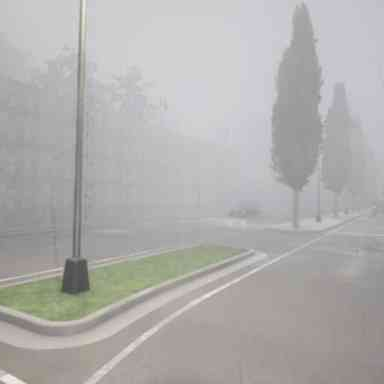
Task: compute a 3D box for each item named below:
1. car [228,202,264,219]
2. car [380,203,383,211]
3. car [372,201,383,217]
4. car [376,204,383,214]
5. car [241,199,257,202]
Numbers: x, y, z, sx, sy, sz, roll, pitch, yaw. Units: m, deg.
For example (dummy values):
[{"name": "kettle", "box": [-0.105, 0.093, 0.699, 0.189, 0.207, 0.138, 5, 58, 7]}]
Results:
[{"name": "car", "box": [5.536, 2.048, 34.575, 1.895, 1.301, 4.718, 1, -1, 32]}, {"name": "car", "box": [35.354, 2.680, 60.428, 1.994, 1.385, 4.181, 1, -1, 32]}, {"name": "car", "box": [25.073, 2.195, 43.802, 2.150, 2.045, 5.566, 1, -1, 32]}, {"name": "car", "box": [30.714, 2.678, 52.868, 2.128, 1.511, 4.902, 1, -1, 32]}, {"name": "car", "box": [10.497, 2.009, 57.979, 4.181, 1.385, 1.994, 7, 2, 35]}]
